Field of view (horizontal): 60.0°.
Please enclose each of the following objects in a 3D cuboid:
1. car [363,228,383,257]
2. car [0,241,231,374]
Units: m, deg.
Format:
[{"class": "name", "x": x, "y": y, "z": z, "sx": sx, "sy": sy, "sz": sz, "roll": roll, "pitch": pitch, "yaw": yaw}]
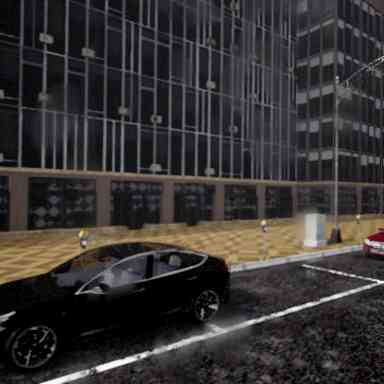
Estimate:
[{"class": "car", "x": 8.018, "y": 1.723, "z": 12.274, "sx": 4.206, "sy": 1.307, "sz": 1.802, "roll": 1, "pitch": 0, "yaw": -35}, {"class": "car", "x": -1.249, "y": 1.589, "z": 5.666, "sx": 4.313, "sy": 1.339, "sz": 1.947, "roll": 1, "pitch": 0, "yaw": -35}]
